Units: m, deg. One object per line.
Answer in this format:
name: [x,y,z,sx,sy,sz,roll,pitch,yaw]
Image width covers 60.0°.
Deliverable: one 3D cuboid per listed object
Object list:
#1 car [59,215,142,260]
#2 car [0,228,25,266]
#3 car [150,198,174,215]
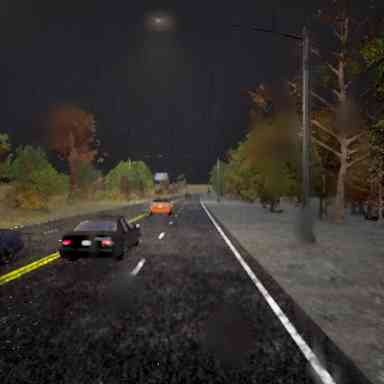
car: [-3.132,1.570,12.404,2.033,1.411,5.357,0,0,0]
car: [-6.583,1.564,8.938,2.033,1.411,5.357,0,0,0]
car: [-3.029,1.398,34.180,2.097,1.767,4.553,0,0,1]
